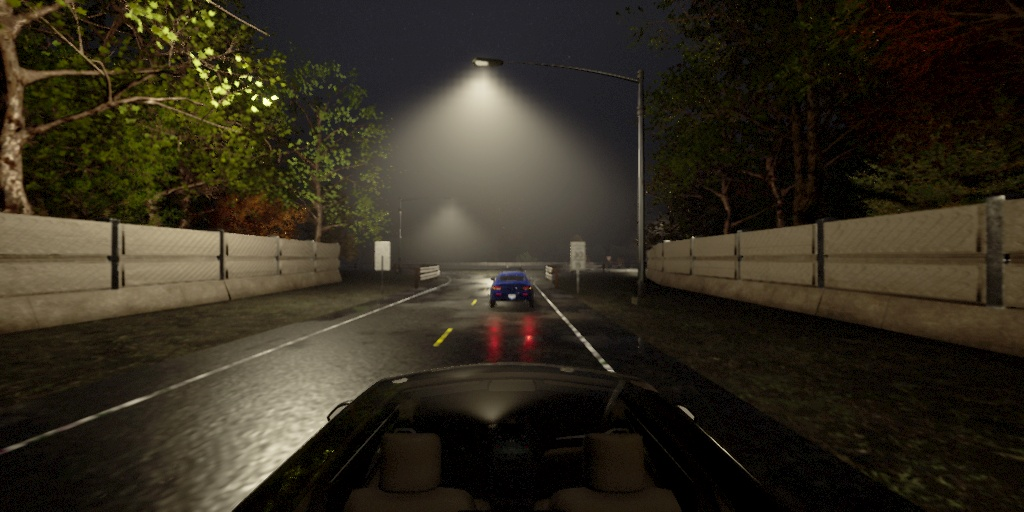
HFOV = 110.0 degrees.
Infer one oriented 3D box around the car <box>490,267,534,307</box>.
[{"bbox_3d":[0.009,1.412,16.234,1.812,1.442,4.674,0,0,0],"label":"car"}]
